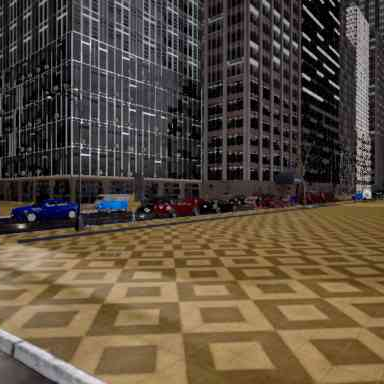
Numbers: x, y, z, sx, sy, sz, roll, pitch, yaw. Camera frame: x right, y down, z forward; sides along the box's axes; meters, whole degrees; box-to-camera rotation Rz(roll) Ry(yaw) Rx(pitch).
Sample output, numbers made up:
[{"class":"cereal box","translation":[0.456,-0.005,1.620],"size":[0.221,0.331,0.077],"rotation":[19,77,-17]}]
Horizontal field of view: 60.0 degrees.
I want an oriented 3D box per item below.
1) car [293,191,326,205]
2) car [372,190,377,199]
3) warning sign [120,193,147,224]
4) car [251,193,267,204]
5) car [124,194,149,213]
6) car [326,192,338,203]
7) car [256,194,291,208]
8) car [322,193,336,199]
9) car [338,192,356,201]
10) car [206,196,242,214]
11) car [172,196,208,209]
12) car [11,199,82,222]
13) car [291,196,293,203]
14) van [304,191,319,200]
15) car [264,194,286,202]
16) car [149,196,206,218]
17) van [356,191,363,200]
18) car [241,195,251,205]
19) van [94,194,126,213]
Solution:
[{"class":"car","translation":[17.278,0.885,48.793],"size":[2.192,1.841,5.009],"rotation":[1,1,41]},{"class":"car","translation":[39.461,0.848,74.737],"size":[2.008,1.369,4.403],"rotation":[1,1,41]},{"class":"warning sign","translation":[-3.620,0.977,20.725],"size":[1.300,1.860,1.060],"rotation":[0,0,41]},{"class":"car","translation":[10.369,1.125,44.798],"size":[1.837,1.490,4.892],"rotation":[0,1,41]},{"class":"car","translation":[-3.896,1.233,32.956],"size":[1.882,1.535,5.008],"rotation":[0,1,41]},{"class":"car","translation":[20.975,0.840,53.116],"size":[2.192,1.841,5.009],"rotation":[1,1,41]},{"class":"car","translation":[9.882,1.244,40.151],"size":[1.802,1.307,4.206],"rotation":[1,1,41]},{"class":"car","translation":[33.106,0.829,80.200],"size":[1.947,1.339,4.313],"rotation":[1,1,41]},{"class":"car","translation":[28.480,0.957,61.895],"size":[1.752,1.417,4.829],"rotation":[1,1,41]},{"class":"car","translation":[2.538,1.320,31.462],"size":[1.947,1.339,4.313],"rotation":[1,1,41]},{"class":"car","translation":[-0.178,1.219,41.295],"size":[1.887,1.381,4.507],"rotation":[1,1,41]},{"class":"car","translation":[-10.787,1.319,24.899],"size":[1.882,1.535,5.008],"rotation":[0,1,41]},{"class":"car","translation":[17.077,1.062,52.713],"size":[1.812,1.442,4.674],"rotation":[0,1,41]},{"class":"van","translation":[25.711,0.695,71.549],"size":[1.690,1.788,3.998],"rotation":[1,1,41]},{"class":"car","translation":[14.618,1.057,58.582],"size":[1.947,1.339,4.313],"rotation":[1,1,41]},{"class":"car","translation":[-1.116,1.241,27.101],"size":[1.967,1.590,4.097],"rotation":[1,1,41]},{"class":"van","translation":[35.765,0.683,70.410],"size":[1.690,1.788,3.998],"rotation":[1,1,41]},{"class":"car","translation":[9.640,0.939,48.678],"size":[2.097,1.767,4.553],"rotation":[0,1,41]},{"class":"van","translation":[-7.657,1.107,32.719],"size":[1.690,1.788,3.998],"rotation":[1,1,41]}]
